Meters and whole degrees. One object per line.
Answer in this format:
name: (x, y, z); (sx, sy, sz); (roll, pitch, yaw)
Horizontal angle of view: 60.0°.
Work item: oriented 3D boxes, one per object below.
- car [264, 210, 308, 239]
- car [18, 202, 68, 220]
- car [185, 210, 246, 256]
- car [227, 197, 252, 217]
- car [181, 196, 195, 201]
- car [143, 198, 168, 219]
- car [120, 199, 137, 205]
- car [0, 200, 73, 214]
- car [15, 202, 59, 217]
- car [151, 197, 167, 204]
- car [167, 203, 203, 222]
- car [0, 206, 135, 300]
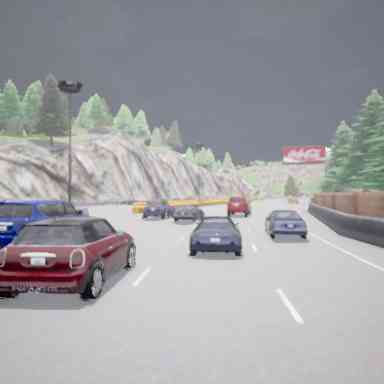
car: (5.104, 1.695, 18.475); (2.033, 1.411, 5.357); (0, 0, 8)
car: (-14.000, 1.754, 31.660); (1.837, 1.490, 4.892); (0, -1, 12)
car: (1.016, 1.673, 13.730); (1.994, 1.385, 4.181); (0, 0, 6)
car: (5.080, 1.503, 35.546); (2.150, 2.045, 5.566); (0, 0, 15)
car: (-0.859, 1.739, 73.233); (2.097, 1.767, 4.553); (0, 0, 19)
car: (-3.029, 1.601, 31.697); (2.097, 1.767, 4.553); (0, 0, 12)
car: (-13.283, 2.073, 69.557); (1.994, 1.385, 4.181); (0, 0, 19)
car: (-6.020, 1.329, 13.781); (2.150, 2.045, 5.566); (0, 0, 6)
car: (-16.615, 1.806, 35.981); (1.812, 1.442, 4.674); (0, -1, 14)
car: (-7.475, 1.953, 75.519); (1.994, 1.385, 4.181); (0, 0, 19)
car: (-0.223, 1.772, 28.425); (2.033, 1.411, 5.357); (0, 0, 12)
car: (-2.949, 1.421, 8.781); (2.097, 1.767, 4.553); (0, 0, 4)
